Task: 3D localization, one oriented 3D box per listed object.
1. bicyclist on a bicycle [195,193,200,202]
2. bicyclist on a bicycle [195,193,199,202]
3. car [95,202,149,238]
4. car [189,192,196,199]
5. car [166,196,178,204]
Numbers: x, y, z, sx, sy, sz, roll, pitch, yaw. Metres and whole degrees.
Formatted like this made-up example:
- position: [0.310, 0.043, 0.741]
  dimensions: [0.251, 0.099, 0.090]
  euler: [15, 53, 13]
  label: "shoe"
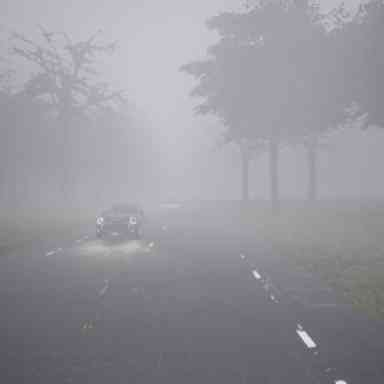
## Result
- position: [1.062, 1.249, 61.727]
  dimensions: [0.866, 1.612, 1.509]
  euler: [0, 0, 0]
  label: "bicyclist on a bicycle"
- position: [1.076, 1.104, 70.533]
  dimensions: [0.659, 1.776, 1.843]
  euler: [0, 1, 0]
  label: "bicyclist on a bicycle"
- position: [-3.571, 1.366, 17.699]
  dimensions: [2.097, 1.767, 4.553]
  euler: [0, 0, 0]
  label: "car"
- position: [0.136, 1.112, 84.218]
  dimensions: [2.033, 1.411, 5.357]
  euler: [0, 1, 0]
  label: "car"
- position: [-3.455, 1.438, 58.804]
  dimensions: [1.895, 1.301, 4.718]
  euler: [0, 0, 1]
  label: "car"
